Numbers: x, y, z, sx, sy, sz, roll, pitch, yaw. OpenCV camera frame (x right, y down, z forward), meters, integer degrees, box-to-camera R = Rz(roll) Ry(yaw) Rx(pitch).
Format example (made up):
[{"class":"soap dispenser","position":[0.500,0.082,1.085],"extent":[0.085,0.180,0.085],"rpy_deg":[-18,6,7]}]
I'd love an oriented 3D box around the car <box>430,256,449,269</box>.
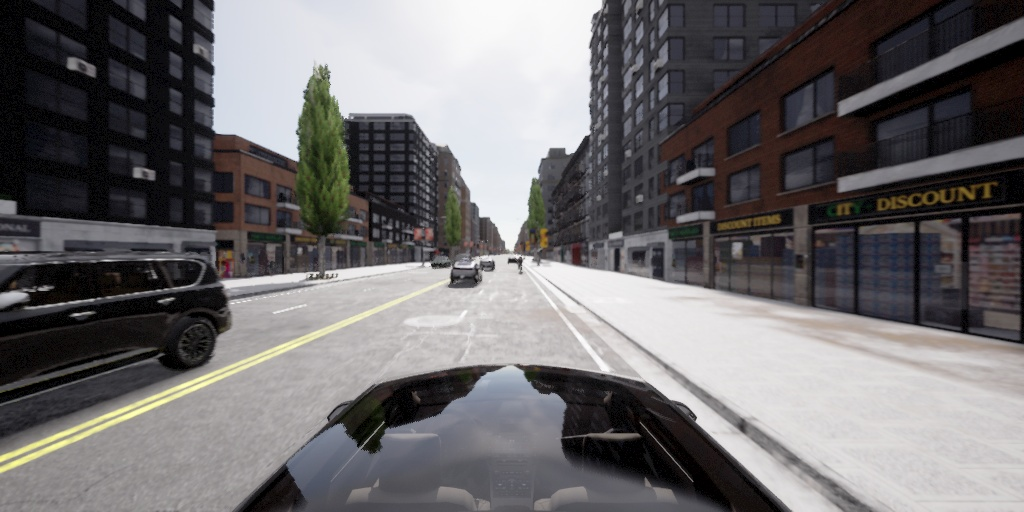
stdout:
[{"class":"car","position":[-9.794,0.824,49.492],"extent":[2.097,1.767,4.553],"rpy_deg":[0,0,0]}]

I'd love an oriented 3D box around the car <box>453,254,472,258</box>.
[{"class":"car","position":[-6.545,0.704,48.240],"extent":[2.150,2.045,5.566],"rpy_deg":[0,0,0]}]

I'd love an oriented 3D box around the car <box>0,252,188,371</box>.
[{"class":"car","position":[-9.847,0.945,6.911],"extent":[2.150,2.045,5.566],"rpy_deg":[0,0,0]}]

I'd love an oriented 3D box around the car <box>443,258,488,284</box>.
[{"class":"car","position":[-3.140,1.111,25.204],"extent":[2.128,1.511,4.902],"rpy_deg":[0,0,0]}]

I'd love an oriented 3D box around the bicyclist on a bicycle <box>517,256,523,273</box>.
[{"class":"bicyclist on a bicycle","position":[0.911,0.914,37.822],"extent":[0.659,1.776,1.843],"rpy_deg":[0,1,0]}]

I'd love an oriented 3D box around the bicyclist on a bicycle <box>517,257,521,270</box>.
[{"class":"bicyclist on a bicycle","position":[0.916,0.943,46.686],"extent":[0.582,1.620,1.656],"rpy_deg":[0,0,0]}]

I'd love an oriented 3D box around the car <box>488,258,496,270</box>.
[{"class":"car","position":[-3.126,0.986,45.981],"extent":[2.128,1.511,4.902],"rpy_deg":[0,0,0]}]

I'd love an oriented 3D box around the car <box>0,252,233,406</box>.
[{"class":"car","position":[-6.597,0.956,4.752],"extent":[2.150,2.045,5.566],"rpy_deg":[0,0,0]}]
